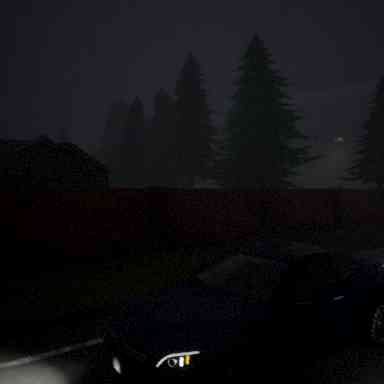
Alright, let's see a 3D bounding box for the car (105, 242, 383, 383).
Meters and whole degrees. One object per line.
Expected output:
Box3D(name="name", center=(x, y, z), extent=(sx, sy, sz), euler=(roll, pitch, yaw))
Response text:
Box3D(name="car", center=(1.141, 1.511, 4.762), extent=(4.674, 1.442, 1.812), euler=(0, 0, -35))
